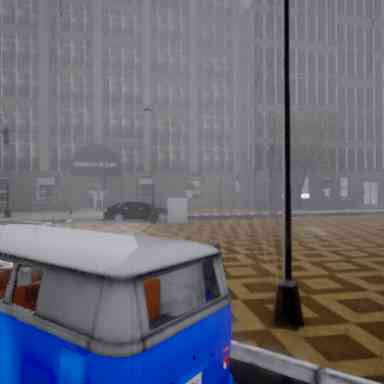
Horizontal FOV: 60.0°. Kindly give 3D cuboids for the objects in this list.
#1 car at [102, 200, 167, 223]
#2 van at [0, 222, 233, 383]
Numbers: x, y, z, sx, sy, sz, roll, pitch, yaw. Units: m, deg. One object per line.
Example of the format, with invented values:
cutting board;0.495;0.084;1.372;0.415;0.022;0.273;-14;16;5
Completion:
car;-3.630;1.321;22.820;4.892;1.490;1.837;0;0;-14
van;-1.504;1.340;3.802;3.998;1.788;1.690;0;0;36
